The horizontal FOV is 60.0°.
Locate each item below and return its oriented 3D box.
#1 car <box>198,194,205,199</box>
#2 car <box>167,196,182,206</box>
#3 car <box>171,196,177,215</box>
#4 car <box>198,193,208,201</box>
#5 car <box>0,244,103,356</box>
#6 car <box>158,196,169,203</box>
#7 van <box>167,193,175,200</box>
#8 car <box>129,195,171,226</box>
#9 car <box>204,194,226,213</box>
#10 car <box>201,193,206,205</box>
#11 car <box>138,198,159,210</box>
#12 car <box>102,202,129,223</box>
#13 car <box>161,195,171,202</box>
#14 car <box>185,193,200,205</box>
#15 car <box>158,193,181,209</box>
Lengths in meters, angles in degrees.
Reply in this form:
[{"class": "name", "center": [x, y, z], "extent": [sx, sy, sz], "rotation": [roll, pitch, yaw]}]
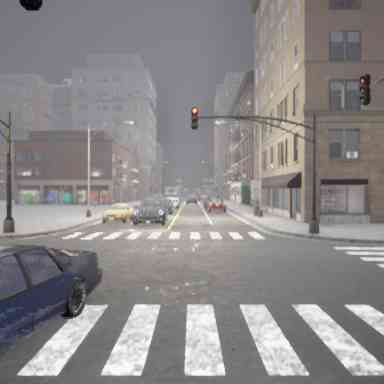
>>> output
[{"class": "car", "center": [2.592, 1.353, 92.763], "extent": [1.947, 1.339, 4.313], "rotation": [0, 0, 0]}, {"class": "car", "center": [-2.820, 1.420, 54.397], "extent": [2.033, 1.411, 5.357], "rotation": [0, 0, 1]}, {"class": "car", "center": [-2.854, 1.426, 33.391], "extent": [1.837, 1.490, 4.892], "rotation": [0, 0, 0]}, {"class": "car", "center": [2.598, 1.127, 81.438], "extent": [2.192, 1.841, 5.009], "rotation": [0, 0, 0]}, {"class": "car", "center": [-3.139, 1.534, 4.776], "extent": [2.033, 1.411, 5.357], "rotation": [0, 0, 10]}, {"class": "car", "center": [-5.419, 1.432, 64.450], "extent": [1.802, 1.307, 4.206], "rotation": [0, 0, 0]}, {"class": "van", "center": [-5.430, 1.141, 87.097], "extent": [1.690, 1.788, 3.998], "rotation": [0, 0, 0]}, {"class": "car", "center": [-2.813, 1.297, 23.138], "extent": [2.097, 1.767, 4.553], "rotation": [0, 0, -1]}, {"class": "car", "center": [2.620, 1.355, 36.143], "extent": [1.967, 1.590, 4.097], "rotation": [0, 0, 0]}, {"class": "car", "center": [2.617, 1.217, 41.805], "extent": [2.192, 1.841, 5.009], "rotation": [0, 0, 0]}, {"class": "car", "center": [-5.408, 1.452, 41.802], "extent": [2.008, 1.369, 4.403], "rotation": [0, 0, 0]}, {"class": "car", "center": [-5.400, 1.467, 24.646], "extent": [1.752, 1.417, 4.829], "rotation": [0, 0, 0]}, {"class": "car", "center": [-5.422, 1.363, 69.942], "extent": [1.752, 1.417, 4.829], "rotation": [0, 0, 0]}, {"class": "car", "center": [-0.026, 1.377, 54.760], "extent": [1.837, 1.490, 4.892], "rotation": [0, 0, 0]}, {"class": "car", "center": [-2.818, 1.119, 43.686], "extent": [2.150, 2.045, 5.566], "rotation": [0, 0, 0]}]
